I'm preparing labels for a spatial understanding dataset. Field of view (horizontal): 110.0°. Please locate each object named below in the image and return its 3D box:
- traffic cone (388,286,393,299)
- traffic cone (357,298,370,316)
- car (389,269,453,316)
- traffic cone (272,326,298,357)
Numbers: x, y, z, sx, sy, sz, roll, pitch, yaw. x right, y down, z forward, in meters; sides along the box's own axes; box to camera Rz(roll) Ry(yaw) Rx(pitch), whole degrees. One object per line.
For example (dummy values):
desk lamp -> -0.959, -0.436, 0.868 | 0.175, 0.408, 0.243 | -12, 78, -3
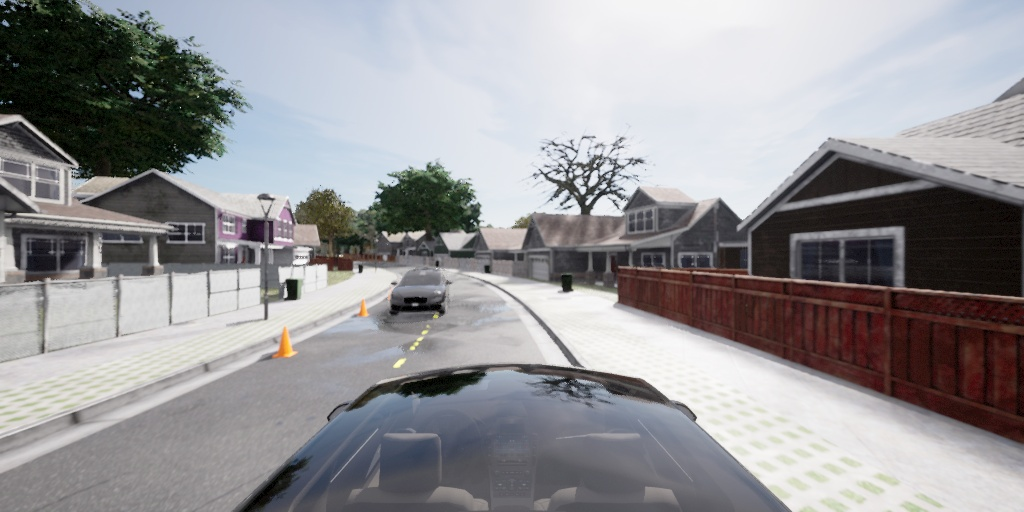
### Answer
traffic cone -> -5.706, 1.731, 17.000 | 0.340, 0.580, 0.340 | 0, 0, -9
traffic cone -> -5.046, 1.725, 12.161 | 0.340, 0.580, 0.340 | 0, 0, -6
car -> -3.332, 1.273, 13.622 | 1.837, 1.490, 4.892 | 0, 0, -7
traffic cone -> -4.614, 1.719, 7.296 | 0.340, 0.580, 0.340 | 0, 0, -4
